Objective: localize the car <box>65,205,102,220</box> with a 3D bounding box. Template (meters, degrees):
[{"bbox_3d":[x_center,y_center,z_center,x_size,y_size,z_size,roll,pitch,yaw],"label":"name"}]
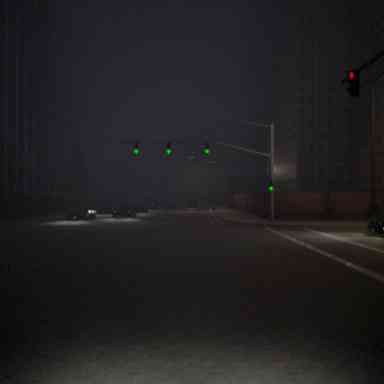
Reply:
[{"bbox_3d":[-10.631,1.928,32.405,2.033,1.411,5.357,0,-1,-3],"label":"car"}]

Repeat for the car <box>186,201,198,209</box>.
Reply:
[{"bbox_3d":[0.009,2.262,59.774,1.994,1.385,4.181,0,-1,0],"label":"car"}]

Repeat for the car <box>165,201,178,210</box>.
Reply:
[{"bbox_3d":[-3.394,2.192,55.151,2.033,1.411,5.357,0,-1,0],"label":"car"}]

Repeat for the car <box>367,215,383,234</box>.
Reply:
[{"bbox_3d":[12.416,1.570,18.693,4.553,1.767,2.097,0,-1,0],"label":"car"}]

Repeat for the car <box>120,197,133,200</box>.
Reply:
[{"bbox_3d":[-10.549,1.844,53.172,2.150,2.045,5.566,0,-1,0],"label":"car"}]

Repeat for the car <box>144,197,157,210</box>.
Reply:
[{"bbox_3d":[-7.035,1.865,55.014,2.150,2.045,5.566,0,-1,1],"label":"car"}]

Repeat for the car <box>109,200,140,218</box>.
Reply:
[{"bbox_3d":[-7.073,1.941,35.391,1.812,1.442,4.674,0,-1,0],"label":"car"}]

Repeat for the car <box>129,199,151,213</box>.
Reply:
[{"bbox_3d":[-7.083,2.047,44.484,1.812,1.442,4.674,0,-1,0],"label":"car"}]

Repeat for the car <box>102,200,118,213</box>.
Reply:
[{"bbox_3d":[-10.589,2.046,42.479,2.033,1.411,5.357,0,-1,0],"label":"car"}]
